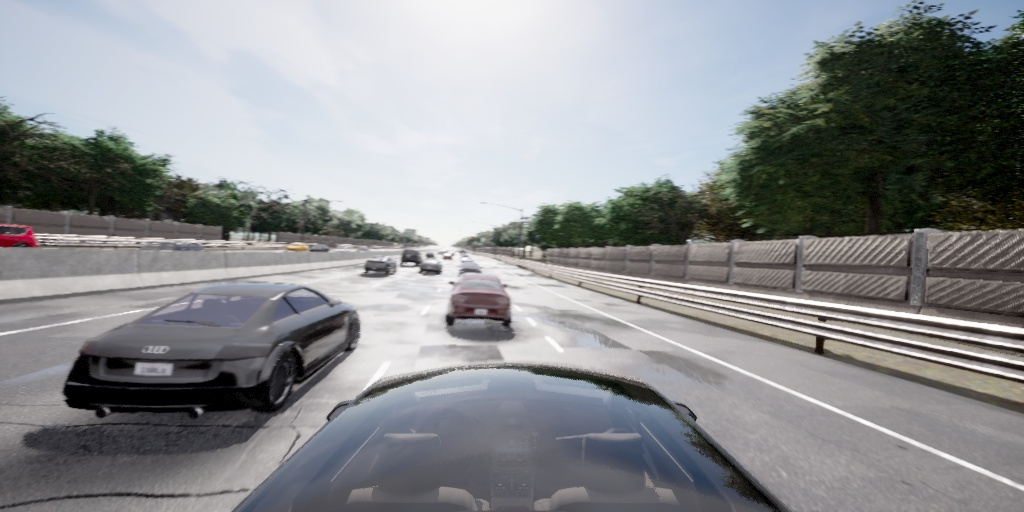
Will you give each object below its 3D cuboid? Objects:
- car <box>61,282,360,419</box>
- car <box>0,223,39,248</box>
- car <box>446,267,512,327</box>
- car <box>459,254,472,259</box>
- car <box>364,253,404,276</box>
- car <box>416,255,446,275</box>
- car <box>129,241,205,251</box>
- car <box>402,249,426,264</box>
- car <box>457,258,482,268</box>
[{"bbox_3d":[-3.821,1.091,5.555,1.994,1.385,4.181,4,0,-7],"label":"car"},{"bbox_3d":[-30.436,-0.927,20.016,2.150,2.045,5.566,4,0,-7],"label":"car"},{"bbox_3d":[-1.095,1.286,11.593,1.812,1.442,4.674,4,0,-8],"label":"car"},{"bbox_3d":[-6.485,0.840,51.179,2.033,1.411,5.357,4,1,-8],"label":"car"},{"bbox_3d":[-10.459,0.697,28.859,2.128,1.511,4.902,4,0,-8],"label":"car"},{"bbox_3d":[-7.653,0.944,34.088,1.994,1.385,4.181,4,0,-8],"label":"car"},{"bbox_3d":[-19.996,-0.095,20.773,2.097,1.767,4.553,4,0,-7],"label":"car"},{"bbox_3d":[-12.729,0.150,45.535,2.150,2.045,5.566,4,1,-8],"label":"car"},{"bbox_3d":[-3.330,1.214,28.238,1.812,1.442,4.674,4,0,-8],"label":"car"}]
